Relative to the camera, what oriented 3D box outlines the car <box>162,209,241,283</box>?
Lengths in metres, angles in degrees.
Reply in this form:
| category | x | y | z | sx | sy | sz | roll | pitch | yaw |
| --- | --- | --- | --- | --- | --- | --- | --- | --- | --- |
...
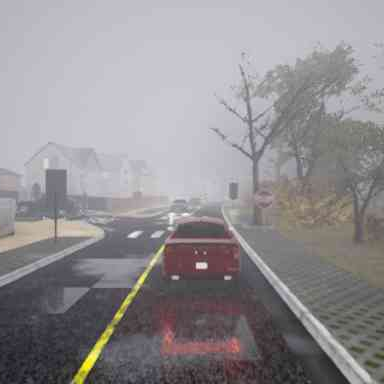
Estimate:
| category | x | y | z | sx | sy | sz | roll | pitch | yaw |
| --- | --- | --- | --- | --- | --- | --- | --- | --- | --- |
| car | 0.260 | 1.466 | 9.703 | 1.882 | 1.535 | 5.008 | 0 | 0 | 1 |

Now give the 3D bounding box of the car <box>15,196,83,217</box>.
| category | x | y | z | sx | sy | sz | roll | pitch | yaw |
| --- | --- | --- | --- | --- | --- | --- | --- | --- | --- |
| car | -10.769 | 1.012 | 25.158 | 4.892 | 1.490 | 1.837 | 3 | -2 | 3 |

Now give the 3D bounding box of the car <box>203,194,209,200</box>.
| category | x | y | z | sx | sy | sz | roll | pitch | yaw |
| --- | --- | --- | --- | --- | --- | --- | --- | --- | --- |
| car | 2.472 | 1.146 | 70.640 | 2.097 | 1.767 | 4.553 | 0 | 0 | 8 |

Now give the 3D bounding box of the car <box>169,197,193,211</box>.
| category | x | y | z | sx | sy | sz | roll | pitch | yaw |
| --- | --- | --- | --- | --- | --- | --- | --- | --- | --- |
| car | -1.322 | 1.523 | 37.034 | 1.812 | 1.442 | 4.674 | 0 | 0 | 5 |

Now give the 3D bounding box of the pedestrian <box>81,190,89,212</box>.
| category | x | y | z | sx | sy | sz | roll | pitch | yaw |
| --- | --- | --- | --- | --- | --- | --- | --- | --- | --- |
| pedestrian | -9.029 | 0.749 | 28.008 | 0.375 | 1.860 | 0.375 | 0 | -3 | 1 |

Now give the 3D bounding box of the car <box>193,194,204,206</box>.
| category | x | y | z | sx | sy | sz | roll | pitch | yaw |
| --- | --- | --- | --- | --- | --- | --- | --- | --- | --- |
| car | 0.471 | 1.557 | 55.485 | 1.882 | 1.535 | 5.008 | 0 | -1 | 7 |
